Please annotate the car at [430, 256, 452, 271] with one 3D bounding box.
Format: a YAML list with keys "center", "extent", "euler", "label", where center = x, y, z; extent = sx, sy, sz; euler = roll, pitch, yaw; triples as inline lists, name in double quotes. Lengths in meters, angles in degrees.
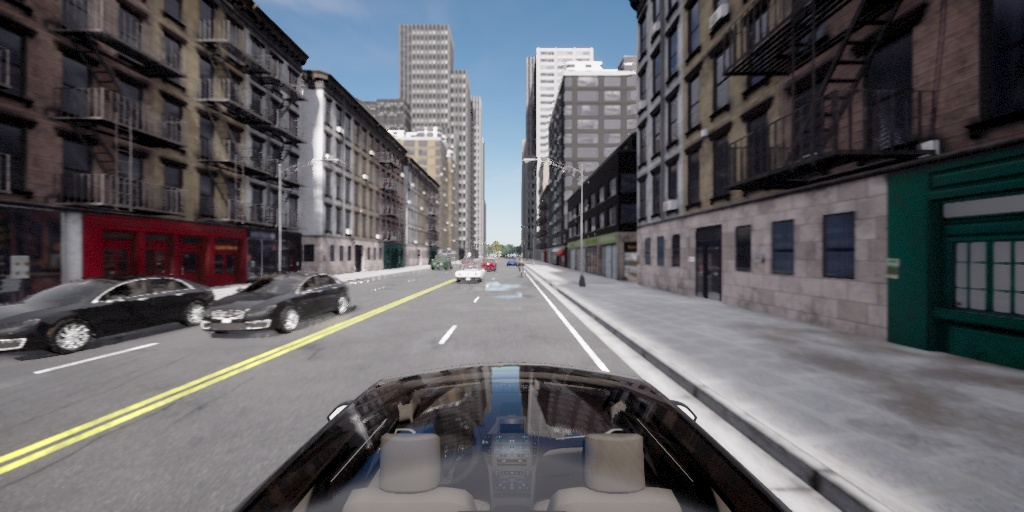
- center: [-9.831, 0.974, 50.147]
  extent: [2.150, 2.045, 5.566]
  euler: [0, 0, 0]
  label: "car"

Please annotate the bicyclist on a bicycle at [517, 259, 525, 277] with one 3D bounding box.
- center: [0.891, 1.121, 33.105]
  extent: [0.659, 1.776, 1.843]
  euler: [0, 0, 0]
  label: "bicyclist on a bicycle"

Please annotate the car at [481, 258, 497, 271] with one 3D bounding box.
- center: [-3.155, 1.105, 49.374]
  extent: [2.097, 1.767, 4.553]
  euler: [0, 0, 0]
  label: "car"

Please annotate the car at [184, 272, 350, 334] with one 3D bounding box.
- center: [-6.599, 1.254, 10.714]
  extent: [1.837, 1.490, 4.892]
  euler: [0, 0, 0]
  label: "car"

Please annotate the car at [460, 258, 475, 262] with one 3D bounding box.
- center: [-6.571, 1.106, 52.996]
  extent: [2.097, 1.767, 4.553]
  euler: [0, 0, 0]
  label: "car"

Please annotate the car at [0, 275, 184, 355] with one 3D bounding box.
- center: [-9.849, 1.254, 8.785]
  extent: [1.837, 1.490, 4.892]
  euler: [0, 0, 0]
  label: "car"

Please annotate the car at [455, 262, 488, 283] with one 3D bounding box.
- center: [-3.153, 1.350, 28.037]
  extent: [1.895, 1.301, 4.718]
  euler: [0, 0, 0]
  label: "car"
